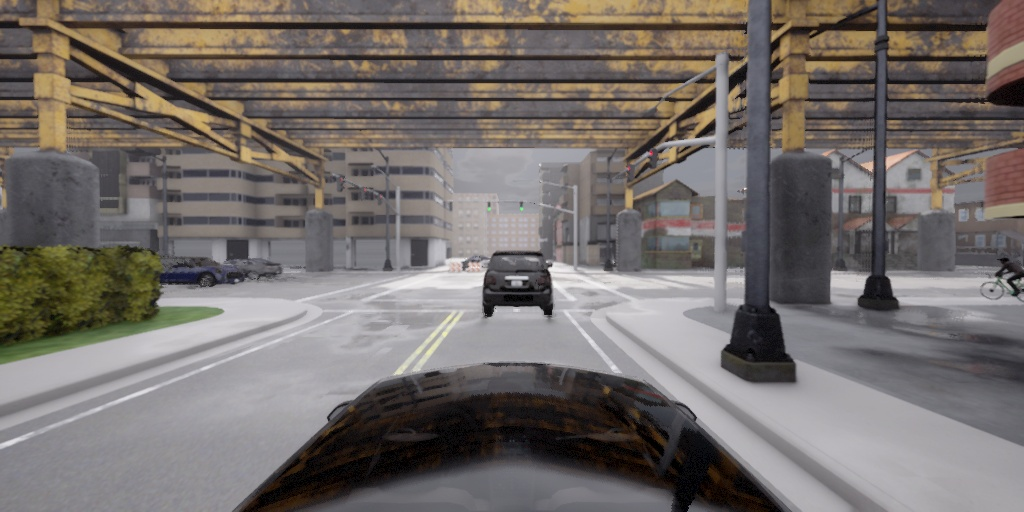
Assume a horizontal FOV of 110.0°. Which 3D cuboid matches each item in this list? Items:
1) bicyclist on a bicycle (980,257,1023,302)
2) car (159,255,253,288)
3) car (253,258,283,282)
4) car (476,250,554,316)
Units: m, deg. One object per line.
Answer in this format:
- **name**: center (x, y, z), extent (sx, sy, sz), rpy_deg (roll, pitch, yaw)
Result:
- **bicyclist on a bicycle**: center (18.356, 0.879, 13.223), extent (0.582, 1.620, 1.656), rpy_deg (0, 1, 0)
- **car**: center (-17.892, 0.820, 20.347), extent (4.553, 1.767, 2.097), rpy_deg (0, 1, 0)
- **car**: center (-18.131, 0.904, 24.052), extent (4.902, 1.511, 2.128), rpy_deg (0, 1, 0)
- **car**: center (0.286, 0.806, 12.705), extent (2.150, 2.045, 5.566), rpy_deg (0, 1, 3)
